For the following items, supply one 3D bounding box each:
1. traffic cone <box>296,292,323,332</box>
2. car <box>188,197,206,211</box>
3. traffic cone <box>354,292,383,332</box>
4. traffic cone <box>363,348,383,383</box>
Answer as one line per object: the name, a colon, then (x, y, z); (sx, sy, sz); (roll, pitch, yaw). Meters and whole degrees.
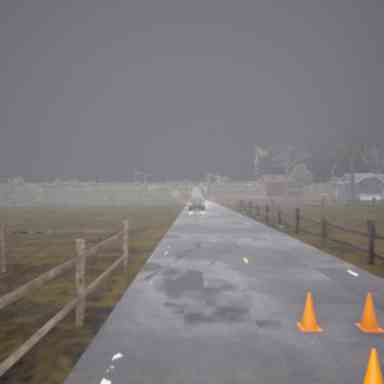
traffic cone: (1.960, 1.973, 5.566); (0.340, 0.580, 0.340); (0, 0, 0)
car: (0.638, 1.472, 42.388); (2.097, 1.767, 4.553); (0, 0, 0)
traffic cone: (2.960, 1.979, 5.559); (0.340, 0.580, 0.340); (0, 0, 0)
traffic cone: (1.946, 1.971, 3.566); (0.340, 0.580, 0.340); (0, 0, 0)
